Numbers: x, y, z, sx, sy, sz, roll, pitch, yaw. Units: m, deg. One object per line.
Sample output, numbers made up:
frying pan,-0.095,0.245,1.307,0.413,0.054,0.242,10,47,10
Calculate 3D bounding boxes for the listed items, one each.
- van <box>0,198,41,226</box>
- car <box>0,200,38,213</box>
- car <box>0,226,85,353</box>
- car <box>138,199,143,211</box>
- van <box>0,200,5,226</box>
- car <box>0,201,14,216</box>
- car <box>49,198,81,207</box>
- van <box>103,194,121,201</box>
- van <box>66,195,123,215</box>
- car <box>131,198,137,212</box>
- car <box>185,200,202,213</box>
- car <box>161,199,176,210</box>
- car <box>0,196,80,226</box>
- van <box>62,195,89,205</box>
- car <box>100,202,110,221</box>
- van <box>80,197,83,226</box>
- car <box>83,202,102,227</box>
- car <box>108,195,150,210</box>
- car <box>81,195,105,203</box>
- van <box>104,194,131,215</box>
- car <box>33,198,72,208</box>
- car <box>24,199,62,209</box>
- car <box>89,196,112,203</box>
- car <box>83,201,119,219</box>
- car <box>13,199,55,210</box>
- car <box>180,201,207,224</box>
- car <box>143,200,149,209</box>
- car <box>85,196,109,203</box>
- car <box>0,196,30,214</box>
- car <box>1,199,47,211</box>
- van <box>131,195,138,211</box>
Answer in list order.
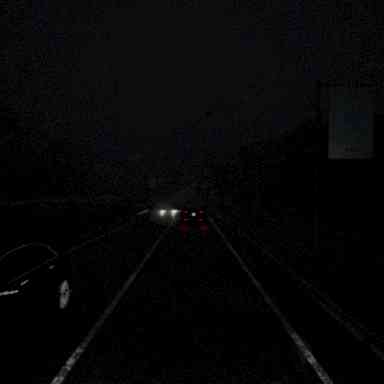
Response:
van,-9.043,1.372,13.796,4.442,1.987,1.878,0,0,0
car,-22.020,1.715,41.017,5.008,1.535,2.097,0,0,0
car,-3.345,1.546,4.977,1.837,1.490,4.892,0,-1,0
car,-8.938,1.756,41.836,4.674,1.452,2.002,0,0,0
van,-9.042,1.347,10.993,4.442,1.987,1.878,0,0,0
car,-22.007,1.712,35.466,4.892,1.521,2.231,0,0,0
car,-21.992,1.758,57.671,4.792,1.488,2.163,0,0,0
van,-21.915,1.541,90.975,4.442,1.987,1.878,0,0,0
van,-9.048,1.475,30.621,4.442,1.987,1.878,0,0,0
car,-8.928,1.711,36.229,5.008,1.535,2.097,0,0,0
car,0.142,1.770,41.708,2.033,1.411,5.357,0,0,0
car,-3.285,1.711,47.303,1.882,1.535,5.008,0,0,0
car,-8.899,1.370,16.600,5.566,2.045,2.435,0,-1,0
van,-22.139,1.507,63.221,4.442,1.987,1.878,0,0,0
car,-8.927,1.720,25.009,4.674,1.452,2.002,0,0,0
van,-9.045,1.419,19.400,4.442,1.987,1.878,0,0,0
car,-8.935,1.664,22.206,4.892,1.521,2.231,0,0,0
car,-8.909,1.469,47.443,5.566,2.045,2.435,0,0,0
car,-22.058,1.618,74.324,4.553,1.767,2.185,0,0,0
van,-8.816,1.482,33.423,4.442,1.987,1.878,0,0,0
car,-21.833,1.721,52.119,5.366,1.575,1.946,0,0,0
car,-22.047,1.751,49.343,4.792,1.488,2.163,0,0,0
car,-22.023,1.751,79.875,4.892,1.521,2.231,0,0,0
car,-8.960,1.723,27.817,4.792,1.488,2.163,0,0,0
car,-22.023,1.721,46.568,4.892,1.521,2.231,0,0,0
car,0.127,1.674,26.410,2.163,1.488,4.792,0,0,0
car,-8.751,1.715,44.639,5.366,1.575,1.946,0,0,0
car,-22.034,1.746,77.100,5.008,1.535,2.097,0,0,0
car,-21.985,1.462,38.241,5.566,2.045,2.435,0,0,0
car,-22.021,1.718,43.793,5.008,1.535,2.097,0,0,0
van,-9.052,1.488,39.033,4.442,1.987,1.878,0,0,0
